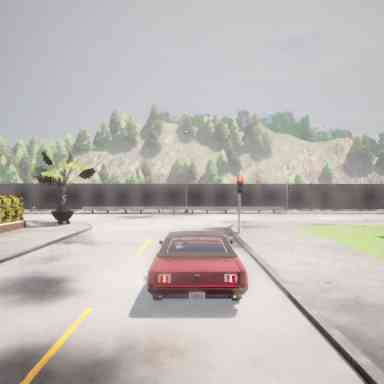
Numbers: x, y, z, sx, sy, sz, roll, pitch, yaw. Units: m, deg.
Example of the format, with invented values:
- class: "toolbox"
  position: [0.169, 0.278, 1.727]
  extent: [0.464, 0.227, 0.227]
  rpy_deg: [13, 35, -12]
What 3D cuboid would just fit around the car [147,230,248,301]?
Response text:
- class: "car"
  position: [0.101, 1.601, 8.279]
  extent: [1.895, 1.301, 4.718]
  rpy_deg: [0, 0, 0]
